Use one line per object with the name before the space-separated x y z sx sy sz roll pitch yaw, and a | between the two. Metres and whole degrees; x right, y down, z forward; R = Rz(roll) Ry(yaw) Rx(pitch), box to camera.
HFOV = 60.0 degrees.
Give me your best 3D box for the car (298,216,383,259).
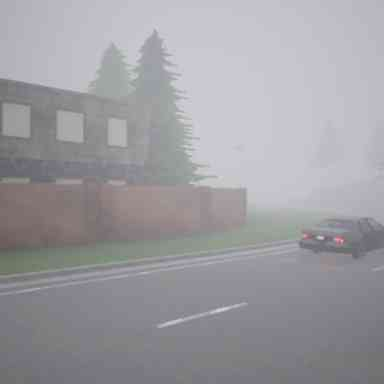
car | 6.296 1.644 13.087 5.357 1.411 2.033 1 0 -41
